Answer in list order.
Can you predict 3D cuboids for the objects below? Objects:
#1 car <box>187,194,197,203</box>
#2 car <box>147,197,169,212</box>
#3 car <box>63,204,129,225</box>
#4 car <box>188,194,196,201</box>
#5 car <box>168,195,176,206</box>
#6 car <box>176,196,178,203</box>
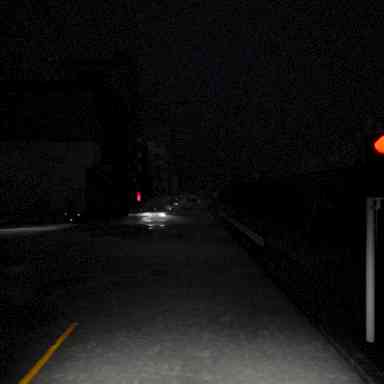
[{"bbox_3d":[0.040,1.489,66.313,2.128,1.511,4.902,0,0,0],"label":"car"},{"bbox_3d":[-4.069,1.599,38.859,1.895,1.301,4.718,0,0,0],"label":"car"},{"bbox_3d":[-6.945,1.600,24.454,1.895,1.301,4.718,0,0,35],"label":"car"},{"bbox_3d":[0.044,1.307,76.733,1.882,1.535,5.008,0,0,0],"label":"car"},{"bbox_3d":[-4.055,1.562,53.664,1.994,1.385,4.181,0,0,0],"label":"car"},{"bbox_3d":[-3.961,1.348,68.929,2.097,1.767,4.553,0,0,0],"label":"car"}]
